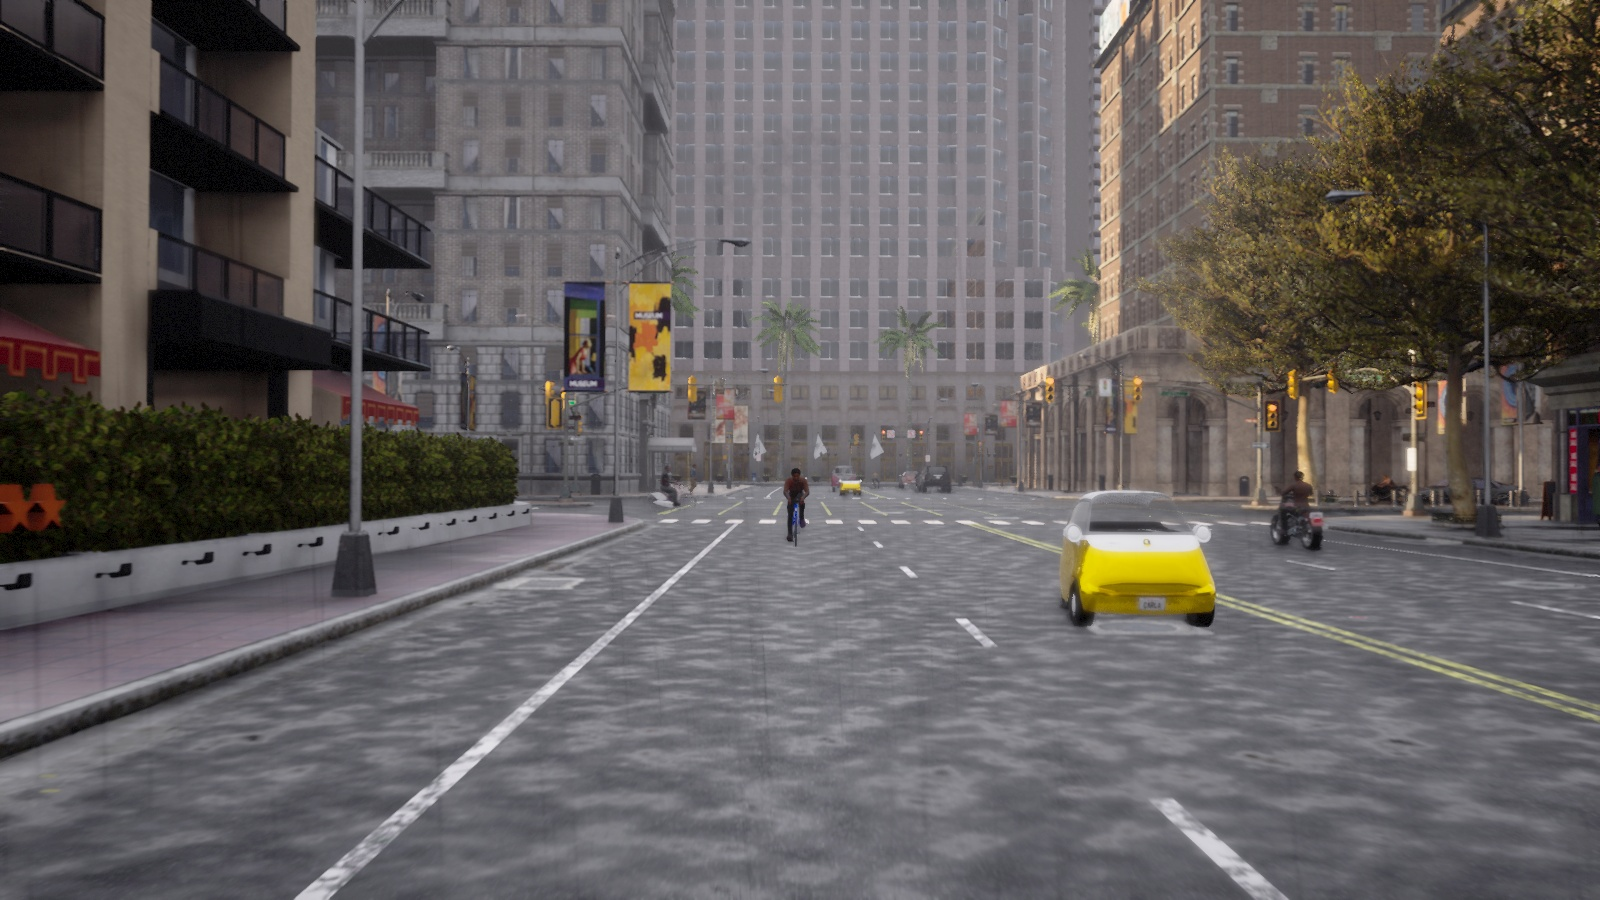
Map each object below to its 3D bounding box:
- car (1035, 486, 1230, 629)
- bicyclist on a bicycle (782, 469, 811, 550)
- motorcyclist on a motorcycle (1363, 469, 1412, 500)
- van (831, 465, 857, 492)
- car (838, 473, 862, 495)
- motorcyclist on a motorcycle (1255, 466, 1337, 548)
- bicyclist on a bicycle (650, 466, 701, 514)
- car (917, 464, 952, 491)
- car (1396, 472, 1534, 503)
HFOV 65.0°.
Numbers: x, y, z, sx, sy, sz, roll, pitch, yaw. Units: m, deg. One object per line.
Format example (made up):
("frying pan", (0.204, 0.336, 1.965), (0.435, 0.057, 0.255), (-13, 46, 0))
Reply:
("car", (3.463, 1.080, 13.404), (1.481, 1.376, 2.207), (0, -1, 0))
("bicyclist on a bicycle", (-0.071, 1.205, 26.063), (0.582, 1.620, 1.656), (0, -1, 0))
("motorcyclist on a motorcycle", (29.137, 1.723, 62.252), (2.044, 1.523, 0.797), (0, -1, 1))
("van", (3.274, 2.129, 93.969), (1.775, 1.987, 4.442), (0, -1, 0))
("car", (3.276, 2.232, 82.087), (1.481, 1.376, 2.207), (0, -1, 0))
("motorcyclist on a motorcycle", (10.427, 1.167, 26.485), (0.766, 1.649, 2.350), (0, -1, 0))
("bicyclist on a bicycle", (-4.706, 1.498, 47.365), (1.843, 1.776, 0.659), (0, -1, 0))
("car", (10.291, 2.107, 96.373), (2.150, 2.045, 5.566), (0, -1, 0))
("car", (30.997, 1.721, 58.662), (5.357, 1.411, 2.033), (0, -1, 1))
